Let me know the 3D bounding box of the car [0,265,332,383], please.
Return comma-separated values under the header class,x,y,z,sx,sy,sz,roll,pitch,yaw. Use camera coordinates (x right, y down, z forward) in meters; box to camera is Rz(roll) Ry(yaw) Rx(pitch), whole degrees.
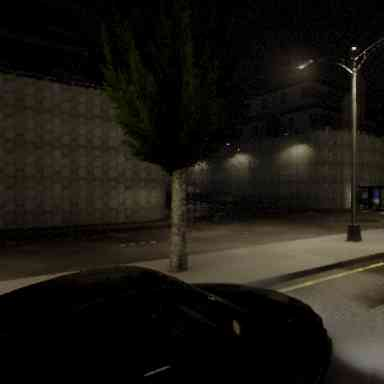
class,x,y,z,sx,sy,sz,roll,pitch,yaw
car,-0.541,1.520,3.358,4.674,1.442,1.812,0,0,-35
